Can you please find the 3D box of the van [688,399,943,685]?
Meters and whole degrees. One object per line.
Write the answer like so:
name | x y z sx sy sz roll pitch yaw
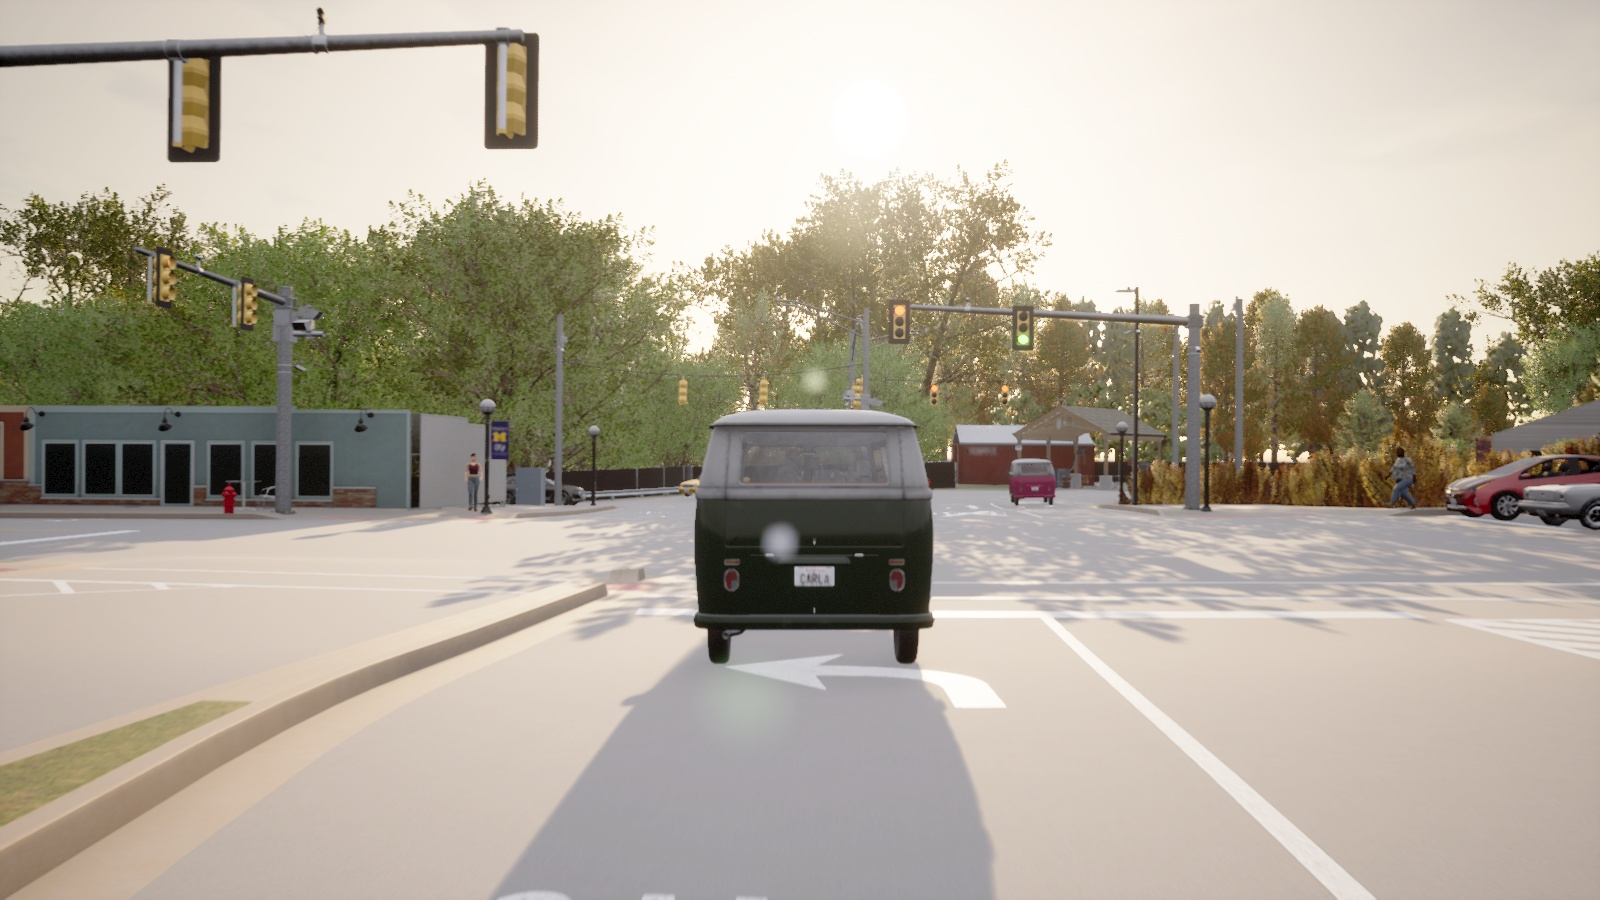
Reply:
van | 0.102 0.700 10.984 1.775 1.987 4.442 0 -2 0

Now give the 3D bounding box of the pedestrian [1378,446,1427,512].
pedestrian | 17.306 0.828 36.092 0.900 1.855 0.874 1 0 -12

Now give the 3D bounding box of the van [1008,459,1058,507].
van | 10.176 1.408 55.093 1.775 1.987 4.442 -1 0 6

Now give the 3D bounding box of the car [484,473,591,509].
car | -13.321 2.081 63.830 4.856 1.649 2.033 -1 0 8

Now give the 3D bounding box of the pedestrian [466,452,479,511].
pedestrian | -10.307 0.981 39.519 0.345 1.836 0.594 1 0 -12

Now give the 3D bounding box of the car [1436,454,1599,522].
car | 18.077 0.884 30.178 4.514 1.525 2.007 -1 0 4

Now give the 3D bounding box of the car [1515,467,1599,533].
car | 18.020 1.016 26.504 4.718 1.301 1.895 -1 0 4

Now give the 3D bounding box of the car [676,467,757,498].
car | -4.738 1.827 72.043 1.801 1.575 5.366 -1 0 33
